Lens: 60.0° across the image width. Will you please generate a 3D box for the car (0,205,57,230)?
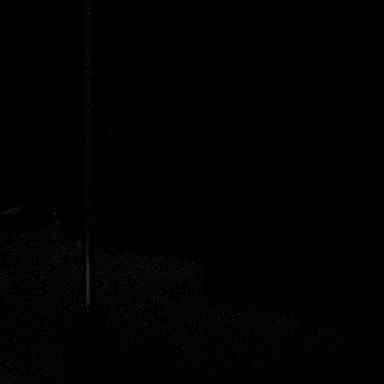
[{"bbox_3d":[-11.568,1.663,22.691,1.812,1.442,4.674,-1,0,36],"label":"car"}]
